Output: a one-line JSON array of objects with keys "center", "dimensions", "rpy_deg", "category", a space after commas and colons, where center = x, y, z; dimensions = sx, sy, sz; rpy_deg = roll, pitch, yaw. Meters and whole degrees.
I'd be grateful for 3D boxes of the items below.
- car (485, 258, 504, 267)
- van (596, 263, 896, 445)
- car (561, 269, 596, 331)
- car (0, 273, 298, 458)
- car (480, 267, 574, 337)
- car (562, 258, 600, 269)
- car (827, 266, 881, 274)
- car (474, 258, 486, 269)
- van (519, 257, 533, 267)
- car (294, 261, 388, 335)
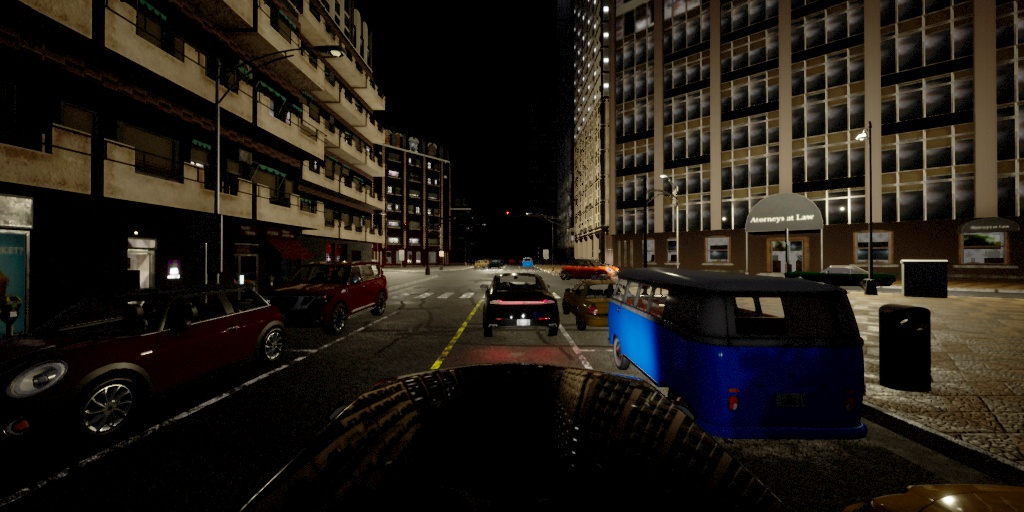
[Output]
[{"center": [-2.837, 1.424, 58.768], "dimensions": [1.895, 1.301, 4.718], "rpy_deg": [0, 0, 2], "category": "car"}, {"center": [2.564, 1.091, 5.150], "dimensions": [1.690, 1.789, 3.998], "rpy_deg": [0, 0, 0], "category": "van"}, {"center": [2.562, 1.278, 10.857], "dimensions": [1.751, 1.417, 4.829], "rpy_deg": [0, 0, 0], "category": "car"}, {"center": [-5.316, 1.191, 5.142], "dimensions": [1.967, 1.591, 4.097], "rpy_deg": [0, 0, 0], "category": "car"}, {"center": [0.130, 1.244, 10.291], "dimensions": [2.128, 1.511, 4.902], "rpy_deg": [0, 0, -3], "category": "car"}, {"center": [5.964, 1.036, 27.094], "dimensions": [4.553, 1.767, 2.097], "rpy_deg": [-1, -1, 41], "category": "car"}, {"center": [18.302, 1.194, 20.409], "dimensions": [4.718, 1.301, 1.895], "rpy_deg": [-1, -1, 40], "category": "car"}, {"center": [-5.334, 1.351, 59.508], "dimensions": [1.751, 1.417, 4.829], "rpy_deg": [0, 0, 0], "category": "car"}, {"center": [2.546, 1.166, 59.680], "dimensions": [1.690, 1.789, 3.998], "rpy_deg": [0, 0, 0], "category": "van"}, {"center": [-5.318, 1.068, 10.678], "dimensions": [2.192, 1.841, 5.009], "rpy_deg": [0, 0, 0], "category": "car"}]
